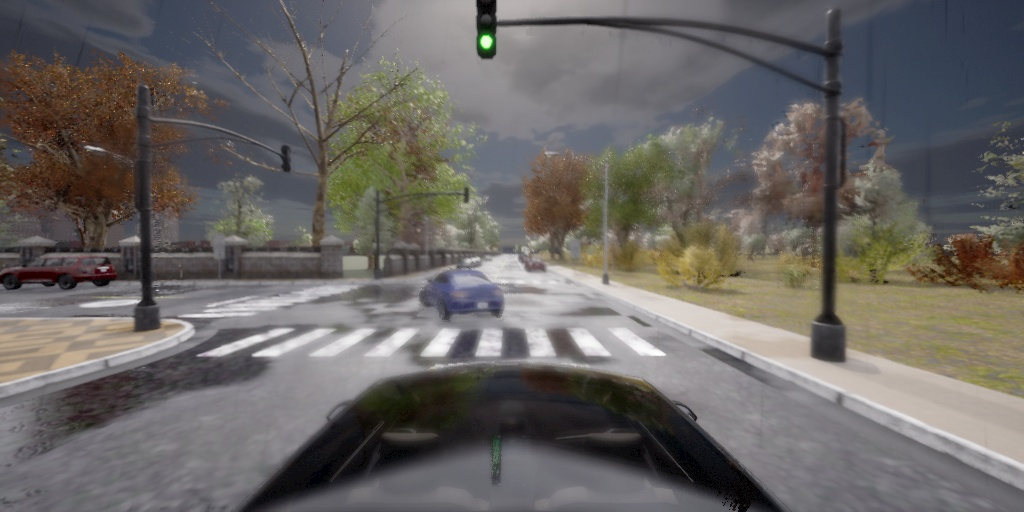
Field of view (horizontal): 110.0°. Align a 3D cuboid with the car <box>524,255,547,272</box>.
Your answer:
[{"bbox_3d":[2.648,0.882,38.398,1.967,1.591,4.097,0,0,0],"label":"car"}]

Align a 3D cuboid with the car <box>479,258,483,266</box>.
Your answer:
[{"bbox_3d":[-5.280,0.935,47.107,1.948,1.339,4.313,0,0,0],"label":"car"}]

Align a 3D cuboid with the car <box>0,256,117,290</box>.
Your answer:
[{"bbox_3d":[-25.658,0.901,20.420,5.009,1.841,2.192,0,0,-1],"label":"car"}]

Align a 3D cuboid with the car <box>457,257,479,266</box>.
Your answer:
[{"bbox_3d":[-5.287,0.983,41.420,1.948,1.339,4.313,0,0,0],"label":"car"}]

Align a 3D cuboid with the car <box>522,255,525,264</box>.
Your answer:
[{"bbox_3d":[2.600,0.915,47.098,1.888,1.381,4.507,0,0,0],"label":"car"}]

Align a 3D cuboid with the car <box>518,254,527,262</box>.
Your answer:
[{"bbox_3d":[2.614,0.795,64.163,1.948,1.339,4.313,0,0,0],"label":"car"}]

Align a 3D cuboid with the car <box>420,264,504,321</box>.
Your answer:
[{"bbox_3d":[-1.775,1.186,12.104,1.812,1.442,4.674,0,1,-25],"label":"car"}]
